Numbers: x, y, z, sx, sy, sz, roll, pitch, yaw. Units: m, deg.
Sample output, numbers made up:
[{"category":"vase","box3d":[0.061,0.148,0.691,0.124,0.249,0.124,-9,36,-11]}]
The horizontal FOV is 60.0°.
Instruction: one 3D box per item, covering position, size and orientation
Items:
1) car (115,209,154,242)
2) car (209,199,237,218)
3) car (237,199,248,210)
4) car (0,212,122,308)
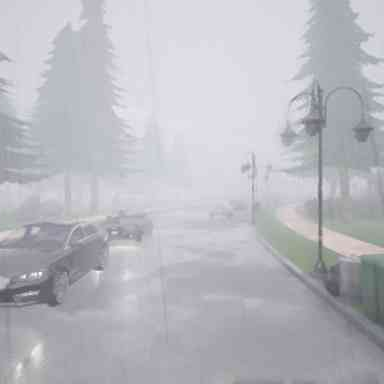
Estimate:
[{"category":"car","box3d":[-3.119,1.546,16.102,1.994,1.385,4.181,0,0,5]},{"category":"car","box3d":[2.699,1.490,30.056,1.812,1.442,4.674,0,0,12]},{"category":"car","box3d":[5.624,1.516,41.159,1.994,1.385,4.181,0,0,19]},{"category":"car","box3d":[-3.436,1.482,8.107,2.128,1.511,4.902,0,0,2]}]
